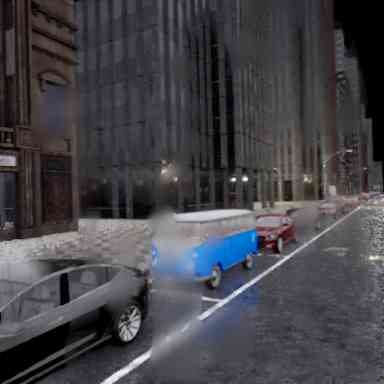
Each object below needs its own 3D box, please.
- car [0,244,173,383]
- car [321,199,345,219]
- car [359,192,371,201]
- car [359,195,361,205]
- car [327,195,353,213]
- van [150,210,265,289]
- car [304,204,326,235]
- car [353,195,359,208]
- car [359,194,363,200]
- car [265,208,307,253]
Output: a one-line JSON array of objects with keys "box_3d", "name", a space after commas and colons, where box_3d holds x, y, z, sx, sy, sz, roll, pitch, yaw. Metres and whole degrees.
[{"box_3d": [-2.313, 1.678, 4.386, 1.947, 1.339, 4.313, -2, -1, 30], "name": "car"}, {"box_3d": [11.725, 1.569, 28.719, 1.802, 1.307, 4.206, -2, -1, 30], "name": "car"}, {"box_3d": [39.175, 1.079, 76.315, 2.192, 1.841, 5.009, -2, -1, 30], "name": "car"}, {"box_3d": [22.955, 1.474, 48.184, 1.802, 1.307, 4.206, -2, -1, 30], "name": "car"}, {"box_3d": [14.525, 1.278, 33.588, 2.192, 1.841, 5.009, -2, -1, 30], "name": "car"}, {"box_3d": [0.488, 1.428, 9.255, 1.690, 1.788, 3.998, -2, -1, 30], "name": "van"}, {"box_3d": [6.110, 1.602, 18.986, 1.947, 1.339, 4.313, -2, -1, 30], "name": "car"}, {"box_3d": [20.147, 1.460, 43.319, 1.887, 1.381, 4.507, -2, -1, 30], "name": "car"}, {"box_3d": [25.763, 1.450, 53.051, 1.802, 1.307, 4.206, -2, -1, 30], "name": "car"}, {"box_3d": [3.301, 1.606, 14.119, 1.887, 1.381, 4.507, -2, -1, 30], "name": "car"}]
